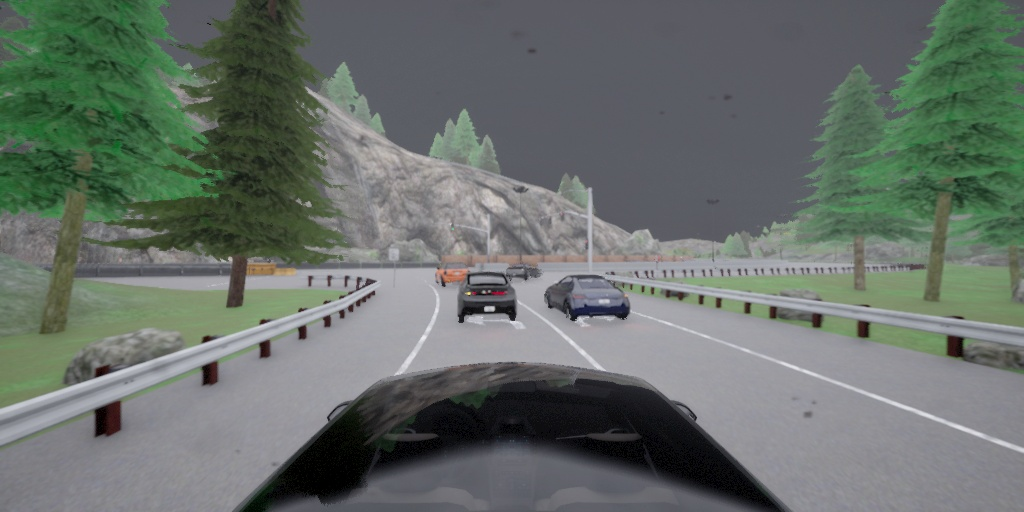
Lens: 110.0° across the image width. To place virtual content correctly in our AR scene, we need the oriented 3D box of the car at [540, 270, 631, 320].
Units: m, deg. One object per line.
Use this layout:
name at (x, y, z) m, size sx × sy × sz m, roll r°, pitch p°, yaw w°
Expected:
car at (2.511, 1.348, 12.811) m, size 1.994 × 1.385 × 4.181 m, roll 0°, pitch 0°, yaw -8°

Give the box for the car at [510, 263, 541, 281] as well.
car at (1.142, 1.349, 31.687) m, size 2.128 × 1.511 × 4.902 m, roll -1°, pitch -1°, yaw 23°

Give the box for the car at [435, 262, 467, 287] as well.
car at (-4.344, 1.204, 26.139) m, size 2.097 × 1.767 × 4.553 m, roll 0°, pitch 0°, yaw -18°

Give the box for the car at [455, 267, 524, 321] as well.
car at (-0.990, 1.295, 12.678) m, size 1.837 × 1.490 × 4.892 m, roll 0°, pitch -1°, yaw -8°
